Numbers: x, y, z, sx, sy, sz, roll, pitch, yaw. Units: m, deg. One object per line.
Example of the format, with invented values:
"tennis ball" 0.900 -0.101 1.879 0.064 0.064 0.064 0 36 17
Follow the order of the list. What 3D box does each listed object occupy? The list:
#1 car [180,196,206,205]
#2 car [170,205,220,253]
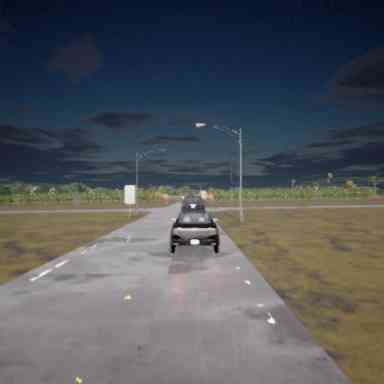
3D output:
"car" 0.106 1.374 31.115 2.150 2.045 5.566 0 0 0
"car" 0.103 1.529 13.946 2.128 1.511 4.902 0 0 0
